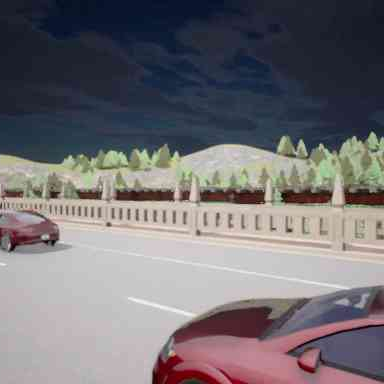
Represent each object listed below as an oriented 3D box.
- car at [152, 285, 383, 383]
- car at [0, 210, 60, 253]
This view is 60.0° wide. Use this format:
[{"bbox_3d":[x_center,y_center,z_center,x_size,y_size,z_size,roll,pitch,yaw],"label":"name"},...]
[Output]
[{"bbox_3d":[1.658,1.563,2.811,4.181,1.385,1.994,0,0,36],"label":"car"},{"bbox_3d":[-7.204,1.462,13.432,4.674,1.442,1.812,0,0,36],"label":"car"}]
